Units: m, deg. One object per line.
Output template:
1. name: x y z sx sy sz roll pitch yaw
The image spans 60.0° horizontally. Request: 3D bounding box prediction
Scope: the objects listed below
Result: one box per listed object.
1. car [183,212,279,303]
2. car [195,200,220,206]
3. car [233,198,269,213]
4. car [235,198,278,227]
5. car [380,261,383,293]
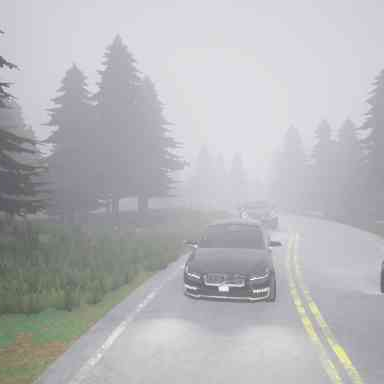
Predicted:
1. car: 1.100 1.496 8.421 1.837 1.490 4.892 -1 0 13
2. car: 1.965 1.798 44.867 1.812 1.442 4.674 3 -5 -35
3. car: 6.239 1.410 35.738 1.837 1.490 4.892 2 -1 -15
4. car: 3.902 1.269 20.403 2.097 1.767 4.553 -1 0 5
5. car: 4.498 1.308 4.647 2.097 1.767 4.553 -1 0 8
